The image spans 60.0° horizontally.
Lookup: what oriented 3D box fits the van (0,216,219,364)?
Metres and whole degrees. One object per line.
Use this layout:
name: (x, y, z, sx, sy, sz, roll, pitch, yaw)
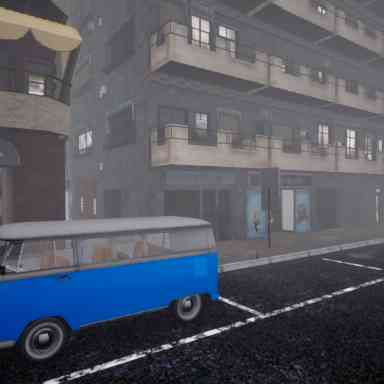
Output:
van: (-1.416, 1.341, 5.557, 3.998, 1.788, 1.690, 0, 0, -35)
